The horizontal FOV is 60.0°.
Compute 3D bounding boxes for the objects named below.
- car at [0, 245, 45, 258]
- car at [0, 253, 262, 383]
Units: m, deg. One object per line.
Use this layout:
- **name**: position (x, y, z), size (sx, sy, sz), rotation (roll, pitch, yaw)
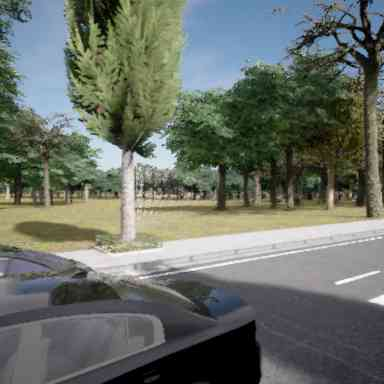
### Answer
- **car**: position (-3.600, 1.564, 5.100), size (4.181, 1.385, 1.994), rotation (0, 0, -35)
- **car**: position (-1.663, 1.478, 2.492), size (5.008, 1.535, 1.882), rotation (-1, 0, -35)
